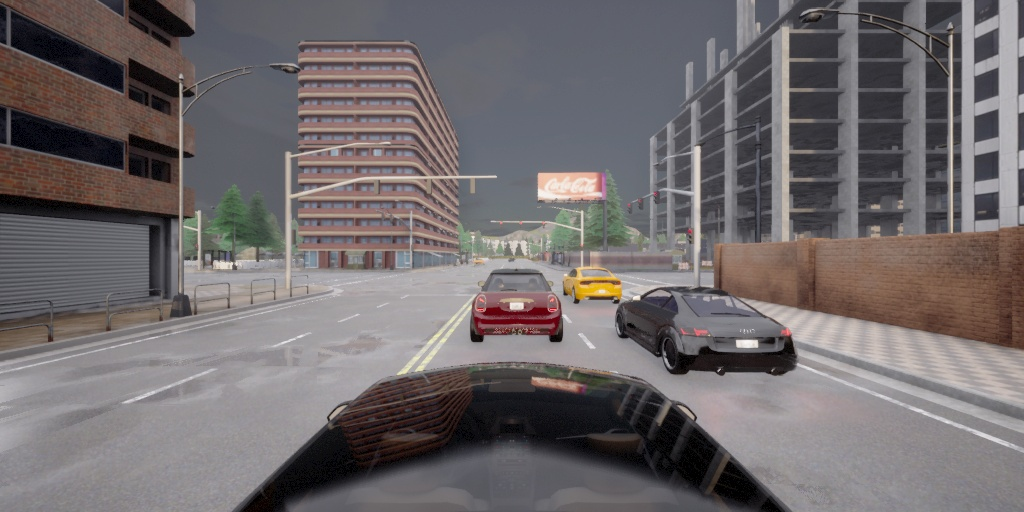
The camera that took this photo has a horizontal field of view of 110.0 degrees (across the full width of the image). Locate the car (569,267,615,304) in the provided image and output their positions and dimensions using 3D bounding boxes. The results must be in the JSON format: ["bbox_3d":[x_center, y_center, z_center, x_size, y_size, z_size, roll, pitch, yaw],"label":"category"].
[{"bbox_3d":[3.505,1.228,16.431,1.882,1.535,5.008,0,0,0],"label":"car"}]

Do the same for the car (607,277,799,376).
[{"bbox_3d":[3.601,1.314,7.498,1.994,1.385,4.181,0,0,0],"label":"car"}]

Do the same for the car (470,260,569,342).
[{"bbox_3d":[0.104,1.102,9.904,2.097,1.767,4.553,0,0,0],"label":"car"}]
